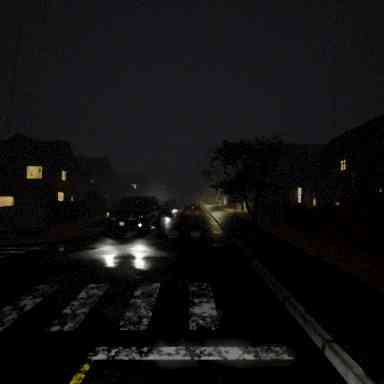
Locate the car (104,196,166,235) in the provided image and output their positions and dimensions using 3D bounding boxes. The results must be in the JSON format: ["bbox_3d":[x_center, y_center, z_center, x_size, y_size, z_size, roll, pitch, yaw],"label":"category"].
[{"bbox_3d":[-3.277,1.259,19.677,2.150,2.045,5.566,1,0,6],"label":"car"}]

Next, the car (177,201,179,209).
[{"bbox_3d":[-2.837,1.659,45.990,2.033,1.411,5.357,0,0,1],"label":"car"}]

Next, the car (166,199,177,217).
[{"bbox_3d":[-2.849,1.606,32.004,2.033,1.411,5.357,0,0,0],"label":"car"}]

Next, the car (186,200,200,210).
[{"bbox_3d":[0.099,1.710,45.360,1.895,1.301,4.718,0,0,0],"label":"car"}]
